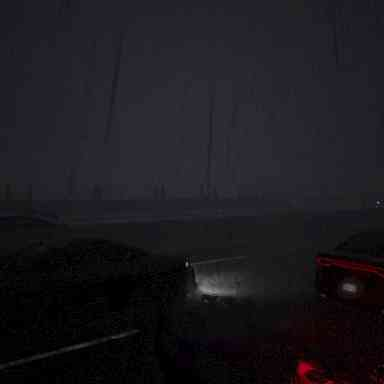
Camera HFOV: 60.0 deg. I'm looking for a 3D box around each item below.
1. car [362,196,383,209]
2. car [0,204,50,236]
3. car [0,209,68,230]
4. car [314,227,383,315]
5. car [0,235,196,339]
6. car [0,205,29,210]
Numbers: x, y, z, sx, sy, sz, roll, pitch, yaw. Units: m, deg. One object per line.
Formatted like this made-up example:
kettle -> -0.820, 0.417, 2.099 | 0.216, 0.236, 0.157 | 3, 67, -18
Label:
car -> 23.730, 1.360, 42.399 | 4.553, 1.767, 2.097 | 0, 0, -35
car -> -10.524, 1.493, 17.981 | 4.902, 1.511, 2.128 | 0, 0, -35
car -> -6.838, 1.526, 12.011 | 4.674, 1.442, 1.812 | 0, 0, -36
car -> 4.695, 1.479, 7.096 | 5.008, 1.535, 1.882 | 0, 0, -36
car -> -1.978, 1.565, 6.634 | 4.181, 1.385, 1.994 | 0, 0, -36
car -> -8.477, 1.492, 15.142 | 4.902, 1.511, 2.128 | 0, 0, -36
